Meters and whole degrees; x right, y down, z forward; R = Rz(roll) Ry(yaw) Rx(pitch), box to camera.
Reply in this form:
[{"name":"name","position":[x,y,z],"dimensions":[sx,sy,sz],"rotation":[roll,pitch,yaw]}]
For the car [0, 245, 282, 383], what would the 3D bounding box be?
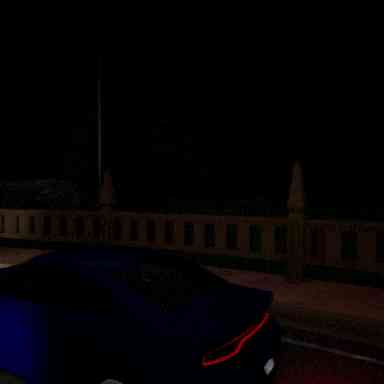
[{"name":"car","position":[-1.413,1.459,4.366],"dimensions":[5.008,1.535,1.882],"rotation":[0,0,30]}]
